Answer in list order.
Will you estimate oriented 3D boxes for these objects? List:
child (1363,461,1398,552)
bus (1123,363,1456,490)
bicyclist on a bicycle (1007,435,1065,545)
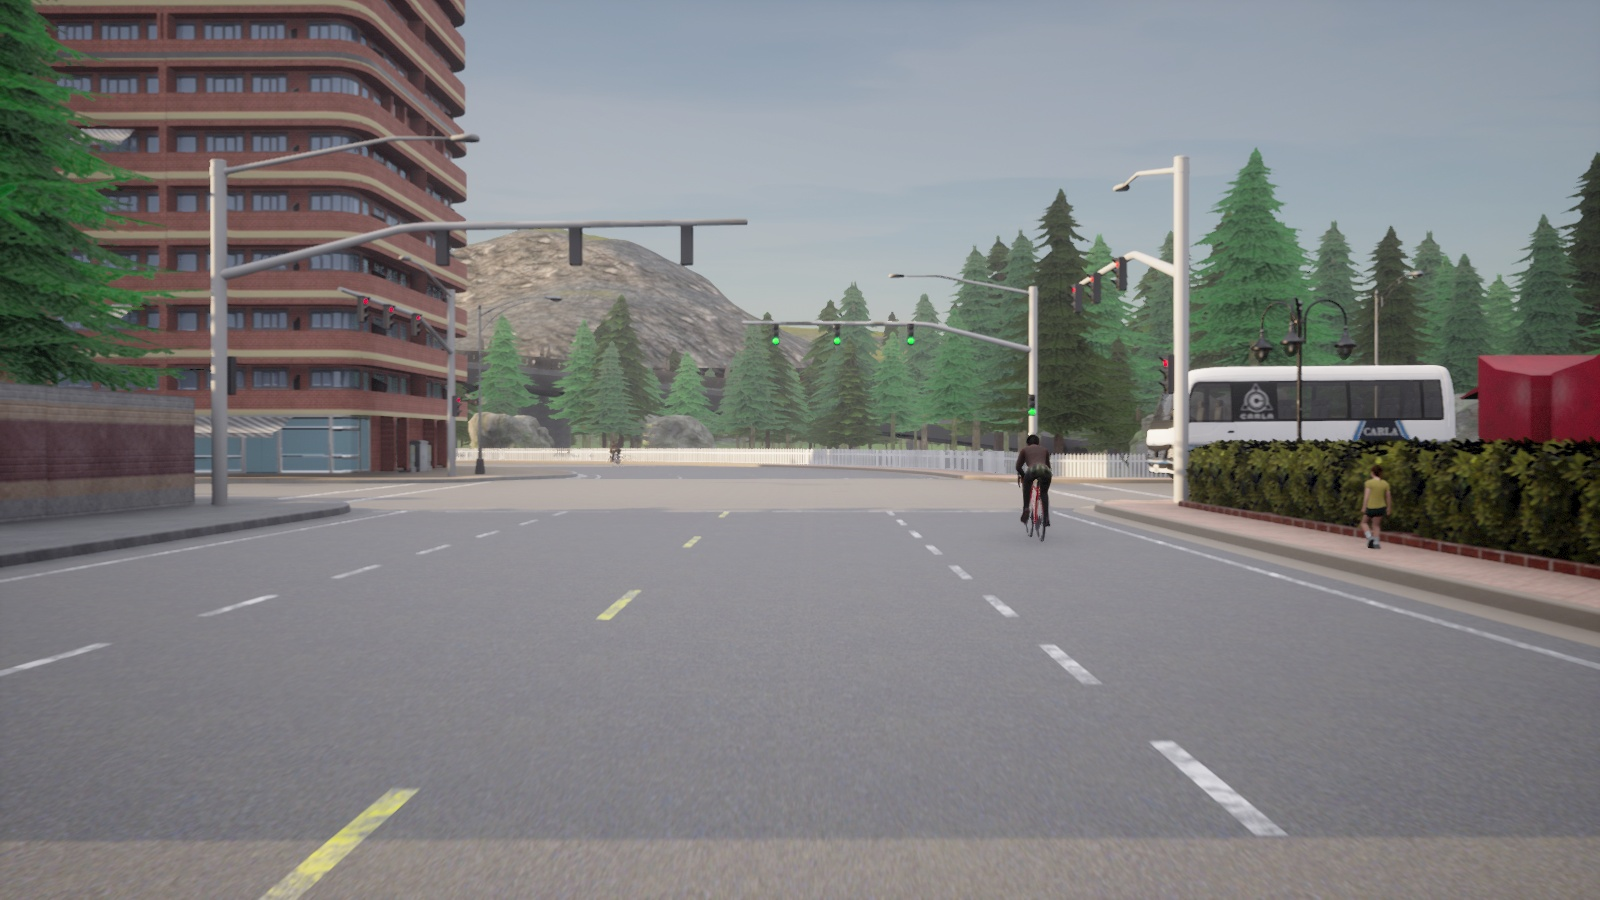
[{"bbox_3d":[7.236,0.698,15.663,0.255,1.110,0.394,0,0,0],"label":"child"},{"bbox_3d":[17.132,-0.812,44.646,10.273,4.253,3.944,0,0,1],"label":"bus"},{"bbox_3d":[3.625,0.593,19.381,0.582,1.620,1.656,0,0,0],"label":"bicyclist on a bicycle"}]
